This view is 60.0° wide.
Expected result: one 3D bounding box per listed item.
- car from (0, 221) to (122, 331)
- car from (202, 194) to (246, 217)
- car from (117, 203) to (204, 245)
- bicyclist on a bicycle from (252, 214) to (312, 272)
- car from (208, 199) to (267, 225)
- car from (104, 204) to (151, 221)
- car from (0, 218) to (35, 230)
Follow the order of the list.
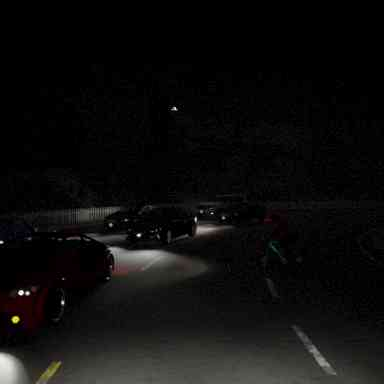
[{"bbox_3d":[-3.125,1.564,6.936,1.994,1.385,4.181,0,0,6],"label":"car"},{"bbox_3d":[2.661,1.221,28.598,2.150,2.045,5.566,0,0,44],"label":"car"},{"bbox_3d":[-1.260,1.505,15.702,1.837,1.490,4.892,0,0,22],"label":"car"},{"bbox_3d":[2.520,1.451,9.374,1.656,1.620,0.582,-1,0,10],"label":"bicyclist on a bicycle"},{"bbox_3d":[3.709,1.491,24.466,2.128,1.511,4.902,0,0,40],"label":"car"},{"bbox_3d":[-3.226,1.491,19.919,2.128,1.511,4.902,0,0,27],"label":"car"},{"bbox_3d":[-6.287,1.547,10.286,2.033,1.411,5.357,0,0,9],"label":"car"}]
